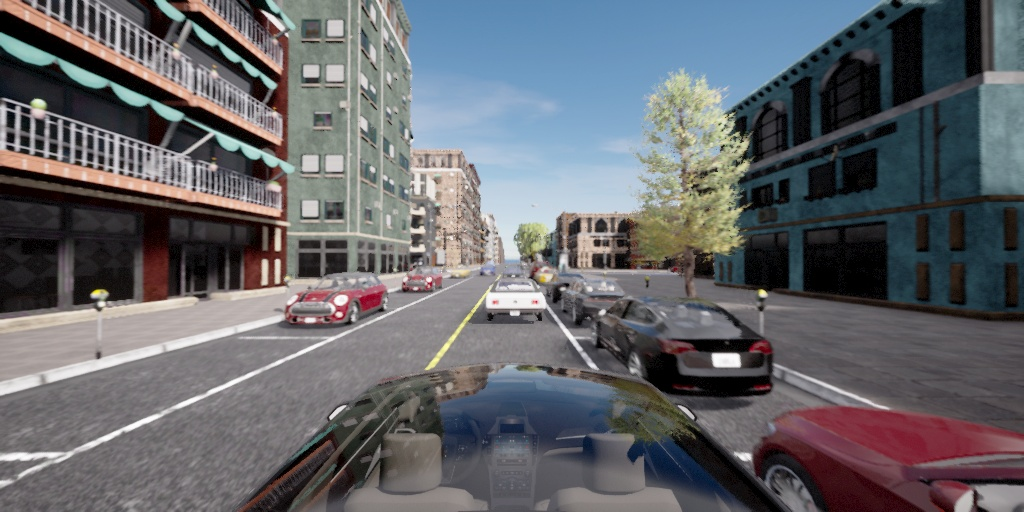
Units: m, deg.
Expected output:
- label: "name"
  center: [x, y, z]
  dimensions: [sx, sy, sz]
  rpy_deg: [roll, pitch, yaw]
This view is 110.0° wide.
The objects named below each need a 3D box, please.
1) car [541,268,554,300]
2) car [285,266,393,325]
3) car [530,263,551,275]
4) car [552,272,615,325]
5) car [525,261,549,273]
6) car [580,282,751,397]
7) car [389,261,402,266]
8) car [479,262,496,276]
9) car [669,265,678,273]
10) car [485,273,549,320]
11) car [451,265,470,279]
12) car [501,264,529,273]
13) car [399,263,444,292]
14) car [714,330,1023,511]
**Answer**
- label: "car"
  center: [2.689, 1.493, 17.647]
  dimensions: [1.948, 1.339, 4.313]
  rpy_deg: [0, 0, 0]
- label: "car"
  center: [-5.691, 1.306, 12.108]
  dimensions: [1.967, 1.591, 4.097]
  rpy_deg: [0, 0, 0]
- label: "car"
  center: [2.689, 1.578, 28.896]
  dimensions: [1.751, 1.417, 4.829]
  rpy_deg: [0, 0, 0]
- label: "car"
  center: [2.690, 1.416, 12.108]
  dimensions: [2.007, 1.370, 4.403]
  rpy_deg: [0, 0, 0]
- label: "car"
  center: [2.689, 1.429, 34.265]
  dimensions: [2.192, 1.841, 5.009]
  rpy_deg: [0, 0, 0]
- label: "car"
  center: [2.690, 1.369, 6.571]
  dimensions: [1.948, 1.339, 4.313]
  rpy_deg: [0, 0, 0]
- label: "car"
  center: [-17.278, 1.603, 54.035]
  dimensions: [5.009, 1.841, 2.192]
  rpy_deg: [0, 0, 0]
- label: "car"
  center: [-3.012, 1.764, 45.245]
  dimensions: [1.812, 1.442, 4.674]
  rpy_deg: [0, -1, 0]
- label: "car"
  center: [26.146, 2.008, 54.290]
  dimensions: [4.507, 1.381, 1.888]
  rpy_deg: [0, 0, 0]
- label: "car"
  center: [0.099, 1.479, 13.218]
  dimensions: [1.895, 1.301, 4.718]
  rpy_deg: [0, -1, 0]
- label: "car"
  center: [-5.692, 1.703, 39.635]
  dimensions: [1.751, 1.417, 4.829]
  rpy_deg: [0, 0, 0]
- label: "car"
  center: [0.099, 1.609, 29.521]
  dimensions: [2.033, 1.411, 5.357]
  rpy_deg: [0, -1, 0]
- label: "car"
  center: [-5.691, 1.431, 23.187]
  dimensions: [1.967, 1.591, 4.097]
  rpy_deg: [0, 0, 0]
- label: "car"
  center: [2.690, 1.324, 1.031]
  dimensions: [1.802, 1.307, 4.207]
  rpy_deg: [0, 0, 0]
